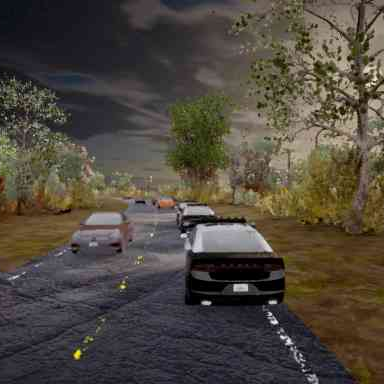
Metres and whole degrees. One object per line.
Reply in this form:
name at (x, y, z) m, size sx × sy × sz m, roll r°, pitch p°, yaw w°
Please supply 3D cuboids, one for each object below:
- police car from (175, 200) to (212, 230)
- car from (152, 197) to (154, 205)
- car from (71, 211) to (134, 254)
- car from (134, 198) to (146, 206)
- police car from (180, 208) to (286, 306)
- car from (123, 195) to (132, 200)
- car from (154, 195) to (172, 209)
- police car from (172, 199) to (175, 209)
police car at (0.241, 1.424, 18.310) m, size 1.930 × 1.638 × 5.238 m, roll 0°, pitch 0°, yaw -4°
car at (-5.860, 1.346, 57.952) m, size 2.097 × 1.767 × 4.553 m, roll 0°, pitch 0°, yaw -12°
car at (-3.478, 1.525, 13.661) m, size 1.812 × 1.442 × 4.674 m, roll 0°, pitch 0°, yaw -3°
car at (-8.703, 1.596, 56.037) m, size 1.895 × 1.301 × 4.718 m, roll 0°, pitch 0°, yaw -11°
police car at (0.745, 1.425, 8.244) m, size 1.930 × 1.638 × 5.238 m, roll 0°, pitch 0°, yaw -2°
car at (-17.460, 1.592, 90.142) m, size 1.895 × 1.301 × 4.718 m, roll 0°, pitch 0°, yaw -18°
car at (-3.686, 1.348, 45.655) m, size 2.097 × 1.767 × 4.553 m, roll 0°, pitch 0°, yaw -9°
police car at (-0.221, 1.423, 24.340) m, size 1.930 × 1.638 × 5.238 m, roll 0°, pitch 0°, yaw -5°
